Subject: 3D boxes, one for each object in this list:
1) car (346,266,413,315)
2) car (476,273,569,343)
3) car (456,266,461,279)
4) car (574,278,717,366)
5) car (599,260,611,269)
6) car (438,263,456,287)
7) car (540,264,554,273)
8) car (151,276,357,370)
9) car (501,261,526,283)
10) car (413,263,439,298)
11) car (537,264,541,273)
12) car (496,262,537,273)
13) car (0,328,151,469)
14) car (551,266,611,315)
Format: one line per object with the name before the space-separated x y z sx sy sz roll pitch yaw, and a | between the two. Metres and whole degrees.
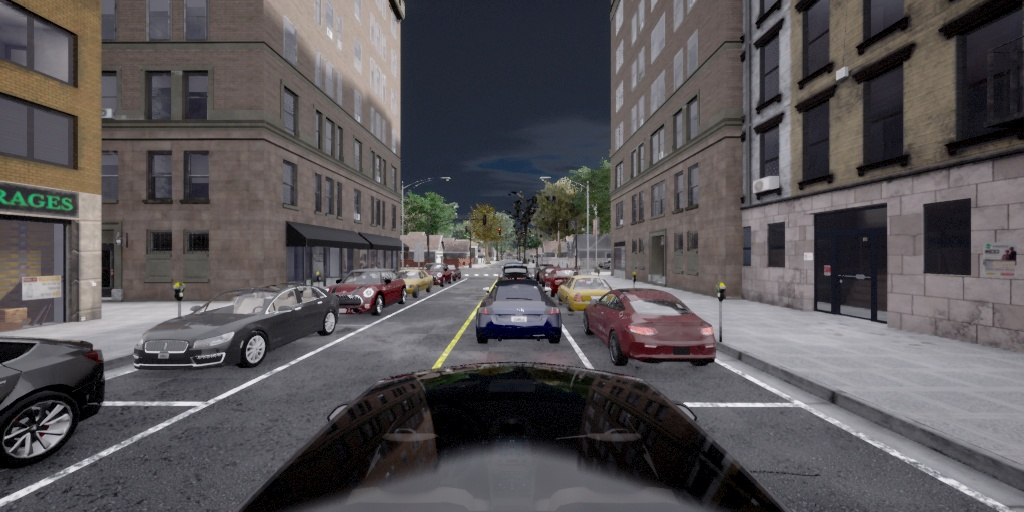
car | -5.334 1.192 13.233 1.967 1.591 4.097 0 0 0
car | 0.140 1.315 9.651 1.994 1.385 4.181 0 0 0
car | -5.247 1.344 29.790 1.802 1.307 4.207 0 0 0
car | 2.661 1.332 7.676 1.802 1.307 4.207 0 0 0
car | 14.987 1.169 49.404 4.902 1.511 2.128 0 0 0
car | -5.276 1.199 24.271 1.967 1.591 4.097 0 0 0
car | 2.720 1.301 18.712 1.888 1.381 4.507 0 0 0
car | -5.364 1.301 7.715 2.007 1.370 4.403 0 0 0
car | 0.130 1.240 29.317 1.882 1.535 5.008 0 0 0
car | -5.306 1.281 18.582 1.751 1.417 4.829 0 0 0
car | 2.749 1.341 24.230 1.802 1.307 4.207 0 0 0
car | 0.186 1.261 19.636 1.837 1.490 4.892 0 0 0
car | -5.393 1.316 2.197 1.948 1.339 4.313 0 0 0
car | 2.691 1.278 13.364 1.751 1.417 4.829 0 0 0
